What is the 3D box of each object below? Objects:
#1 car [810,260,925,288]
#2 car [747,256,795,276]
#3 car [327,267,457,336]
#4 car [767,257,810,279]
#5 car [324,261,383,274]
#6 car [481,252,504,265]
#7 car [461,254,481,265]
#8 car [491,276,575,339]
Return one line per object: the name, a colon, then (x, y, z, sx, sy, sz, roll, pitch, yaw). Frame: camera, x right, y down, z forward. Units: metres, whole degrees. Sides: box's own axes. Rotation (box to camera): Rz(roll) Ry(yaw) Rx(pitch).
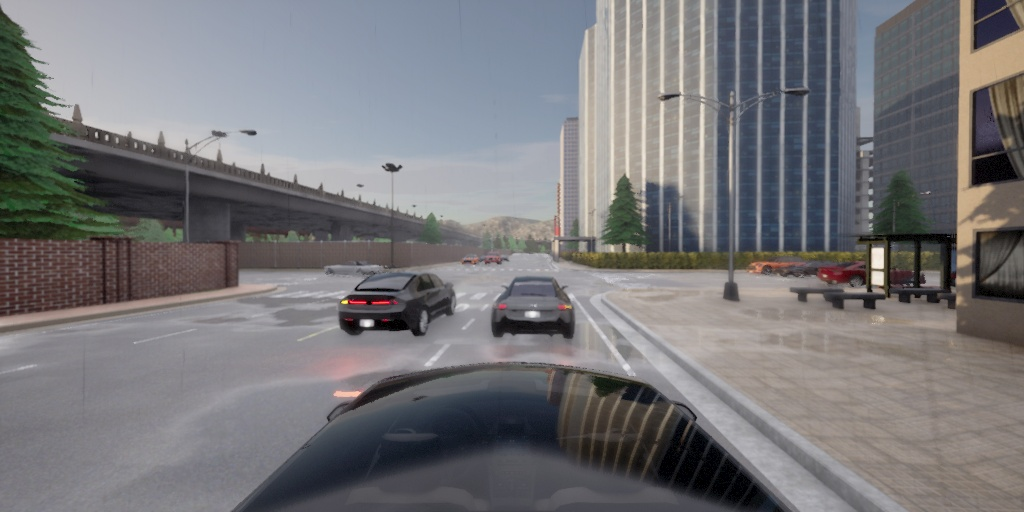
car: (21.147, 1.048, 21.202, 5.008, 1.535, 1.882, 0, 1, 5)
car: (23.500, 0.806, 31.716, 4.553, 1.767, 2.097, 0, 1, 5)
car: (-2.892, 1.166, 10.048, 1.837, 1.490, 4.892, 0, 0, 5)
car: (23.731, 1.038, 28.192, 5.357, 1.411, 2.033, 0, 1, 5)
car: (-13.707, 1.090, 30.932, 4.718, 1.301, 1.895, 0, 0, 14)
car: (-2.975, 0.375, 56.549, 2.150, 2.045, 5.566, 0, 1, 5)
car: (-6.511, 0.512, 56.256, 2.097, 1.767, 4.553, 0, 1, 5)
car: (0.607, 1.224, 9.833, 1.994, 1.385, 4.181, 0, 1, 5)
